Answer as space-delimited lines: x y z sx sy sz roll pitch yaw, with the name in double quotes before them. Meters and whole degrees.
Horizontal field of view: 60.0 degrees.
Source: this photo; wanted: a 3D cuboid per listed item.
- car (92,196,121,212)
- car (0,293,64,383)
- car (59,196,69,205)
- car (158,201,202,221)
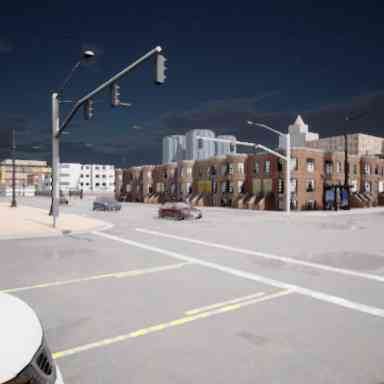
"car" -10.071 1.326 39.263 2.097 1.767 4.553 0 0 -36
"car" -3.448 1.225 1.310 5.566 2.045 2.150 0 0 -35
"car" -22.175 1.480 56.110 1.837 1.490 4.892 0 0 -35
"car" -1.089 1.499 26.848 1.812 1.442 4.674 0 0 -36
